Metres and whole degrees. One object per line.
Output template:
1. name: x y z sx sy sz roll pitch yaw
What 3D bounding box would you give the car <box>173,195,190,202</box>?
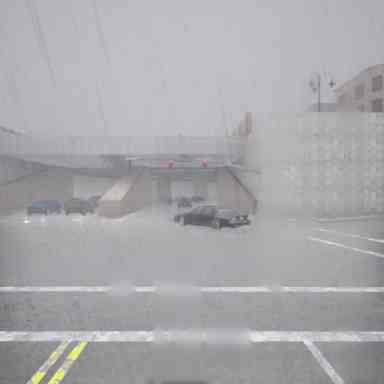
1. car: -2.353 1.524 74.694 1.812 1.442 4.674 0 0 24

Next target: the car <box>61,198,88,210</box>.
1. car: -15.065 1.505 42.976 1.837 1.490 4.892 0 0 -1

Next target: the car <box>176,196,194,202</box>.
1. car: -1.051 1.525 49.354 1.812 1.442 4.674 0 0 -2

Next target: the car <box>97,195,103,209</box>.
1. car: -11.560 1.352 42.876 2.097 1.767 4.553 0 0 -1

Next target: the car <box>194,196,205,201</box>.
1. car: 1.382 1.524 74.511 1.812 1.442 4.674 0 0 28

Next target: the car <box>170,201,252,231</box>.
1. car: 1.133 1.546 20.729 2.033 1.411 5.357 0 0 -43

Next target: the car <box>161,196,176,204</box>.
1. car: -4.647 1.547 62.812 2.033 1.411 5.357 0 0 3

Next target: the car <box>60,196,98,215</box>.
1. car: -11.327 1.505 33.746 1.837 1.490 4.892 0 0 -1

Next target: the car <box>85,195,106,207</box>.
1. car: -15.284 1.352 53.042 2.097 1.767 4.553 0 0 -1

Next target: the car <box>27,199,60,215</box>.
1. car: -14.825 1.478 33.630 1.882 1.535 5.008 0 0 -1
